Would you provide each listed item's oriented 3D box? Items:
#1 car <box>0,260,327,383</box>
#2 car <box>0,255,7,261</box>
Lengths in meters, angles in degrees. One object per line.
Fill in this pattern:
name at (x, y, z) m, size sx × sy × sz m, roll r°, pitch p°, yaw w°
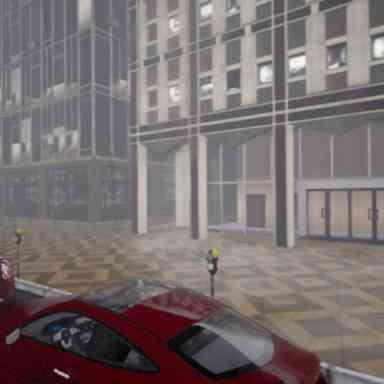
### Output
car at (-0.786, 1.608, 3.434) m, size 4.206 × 1.307 × 1.802 m, roll -1°, pitch 0°, yaw 35°
car at (-5.385, 1.525, 6.714) m, size 4.097 × 1.590 × 1.967 m, roll -1°, pitch 0°, yaw 35°
